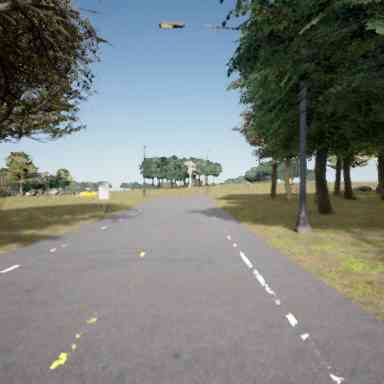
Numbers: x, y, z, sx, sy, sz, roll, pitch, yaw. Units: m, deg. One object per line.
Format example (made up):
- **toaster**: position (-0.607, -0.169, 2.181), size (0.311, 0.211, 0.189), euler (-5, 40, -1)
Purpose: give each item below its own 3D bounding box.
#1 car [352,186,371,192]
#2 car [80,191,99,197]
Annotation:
- **car**: position (41.668, -0.796, 82.403), size (4.892, 1.490, 1.837), euler (-2, -1, -1)
- **car**: position (-22.539, 0.428, 74.595), size (5.008, 1.535, 1.882), euler (-1, -1, 0)
